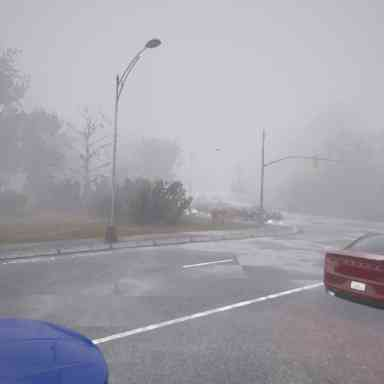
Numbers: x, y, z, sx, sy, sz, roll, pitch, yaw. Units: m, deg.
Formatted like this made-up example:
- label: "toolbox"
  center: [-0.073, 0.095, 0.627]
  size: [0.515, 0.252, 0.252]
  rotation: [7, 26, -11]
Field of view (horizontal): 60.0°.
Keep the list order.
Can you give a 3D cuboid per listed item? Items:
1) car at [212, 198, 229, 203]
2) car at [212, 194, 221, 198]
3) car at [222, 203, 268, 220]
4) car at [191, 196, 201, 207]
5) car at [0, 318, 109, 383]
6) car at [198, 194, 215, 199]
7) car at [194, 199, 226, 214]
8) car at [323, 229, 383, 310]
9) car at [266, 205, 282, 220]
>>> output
- label: "car"
  center: [4.620, 2.103, 46.471]
  size: [2.033, 1.411, 5.357]
  rotation: [3, 1, -18]
- label: "car"
  center: [5.851, 1.104, 79.146]
  size: [2.033, 1.411, 5.357]
  rotation: [2, 2, -1]
- label: "car"
  center: [5.407, 2.168, 34.585]
  size: [1.895, 1.301, 4.718]
  rotation: [3, -1, -23]
- label: "car"
  center: [-0.662, 1.701, 52.344]
  size: [2.128, 1.511, 4.902]
  rotation: [2, 1, -15]
- label: "car"
  center: [-2.899, 1.478, 1.675]
  size: [5.008, 1.535, 1.882]
  rotation: [0, 0, -36]
- label: "car"
  center: [1.904, 1.728, 56.498]
  size: [1.837, 1.490, 4.892]
  rotation: [2, 2, -12]
- label: "car"
  center: [2.249, 2.034, 42.784]
  size: [1.994, 1.385, 4.181]
  rotation: [3, 0, -19]
- label: "car"
  center: [4.959, 1.554, 7.317]
  size: [5.008, 1.535, 1.882]
  rotation: [1, -1, -35]
- label: "car"
  center: [8.096, 2.214, 37.261]
  size: [1.837, 1.490, 4.892]
  rotation: [3, -1, -21]
